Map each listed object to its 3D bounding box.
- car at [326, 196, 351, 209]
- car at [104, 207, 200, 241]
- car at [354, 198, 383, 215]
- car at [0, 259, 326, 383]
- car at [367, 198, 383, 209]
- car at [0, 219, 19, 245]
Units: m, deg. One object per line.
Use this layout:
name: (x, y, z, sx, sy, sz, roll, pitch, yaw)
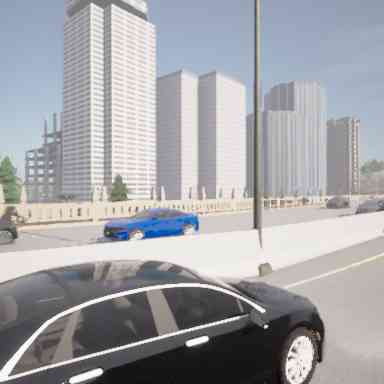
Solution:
car: (19.886, 1.392, 45.159, 2.097, 1.767, 4.553, 0, 0, 41)
car: (-1.827, 1.525, 16.215, 5.008, 1.535, 1.882, 0, 0, -42)
car: (16.593, 1.542, 30.619, 1.812, 1.442, 4.674, 0, 0, 41)
car: (-0.507, 1.517, 3.581, 4.892, 1.490, 1.837, 0, 0, -37)
car: (26.686, 1.585, 47.666, 1.994, 1.385, 4.181, 0, 0, 41)
car: (-9.823, 1.635, 14.333, 4.181, 1.385, 1.994, 0, 0, -36)
